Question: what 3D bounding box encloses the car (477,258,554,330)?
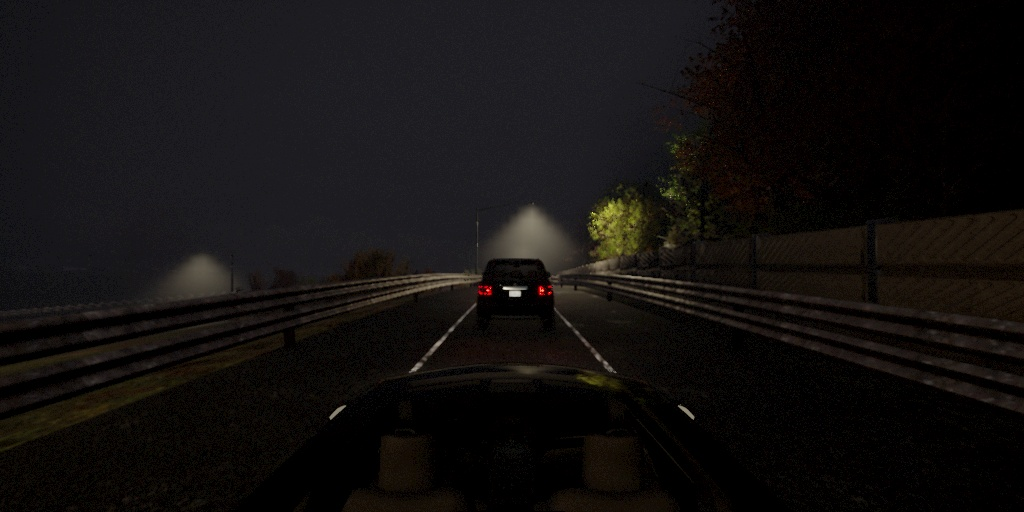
[{"bbox_3d":[0.128,1.118,11.858,2.150,2.045,5.566,0,-1,1],"label":"car"}]
